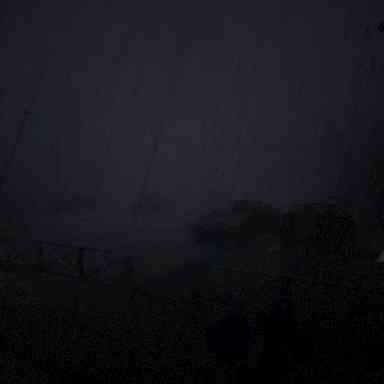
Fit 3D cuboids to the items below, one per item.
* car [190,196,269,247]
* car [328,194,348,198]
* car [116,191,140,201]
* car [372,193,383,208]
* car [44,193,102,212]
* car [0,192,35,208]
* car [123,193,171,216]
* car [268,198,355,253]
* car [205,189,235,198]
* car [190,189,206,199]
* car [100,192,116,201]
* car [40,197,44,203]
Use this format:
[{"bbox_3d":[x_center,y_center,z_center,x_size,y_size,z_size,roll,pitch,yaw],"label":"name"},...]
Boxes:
[{"bbox_3d":[2.062,1.163,13.928,2.152,1.636,5.027,0,1,34],"label":"car"},{"bbox_3d":[12.728,0.955,29.245,1.970,1.475,3.806,0,1,34],"label":"car"},{"bbox_3d":[-9.065,0.696,52.825,2.152,1.636,5.027,0,1,34],"label":"car"},{"bbox_3d":[19.380,0.834,33.683,1.845,1.501,3.633,0,1,34],"label":"car"},{"bbox_3d":[-11.598,1.072,32.633,2.007,1.523,4.514,0,1,34],"label":"car"},{"bbox_3d":[-21.476,0.890,40.256,1.932,1.855,4.605,0,1,34],"label":"car"},{"bbox_3d":[-3.377,1.072,26.952,1.845,1.501,3.633,0,1,34],"label":"car"},{"bbox_3d":[4.680,1.164,12.199,2.007,1.523,4.514,0,1,34],"label":"car"},{"bbox_3d":[4.121,0.598,44.294,1.932,1.855,4.605,0,1,34],"label":"car"},{"bbox_3d":[1.491,0.590,45.595,1.905,1.878,3.866,0,1,34],"label":"car"},{"bbox_3d":[-14.542,0.794,56.185,1.970,1.475,3.806,0,1,34],"label":"car"},{"bbox_3d":[-21.545,0.967,52.439,2.007,1.523,4.514,0,1,34],"label":"car"}]
